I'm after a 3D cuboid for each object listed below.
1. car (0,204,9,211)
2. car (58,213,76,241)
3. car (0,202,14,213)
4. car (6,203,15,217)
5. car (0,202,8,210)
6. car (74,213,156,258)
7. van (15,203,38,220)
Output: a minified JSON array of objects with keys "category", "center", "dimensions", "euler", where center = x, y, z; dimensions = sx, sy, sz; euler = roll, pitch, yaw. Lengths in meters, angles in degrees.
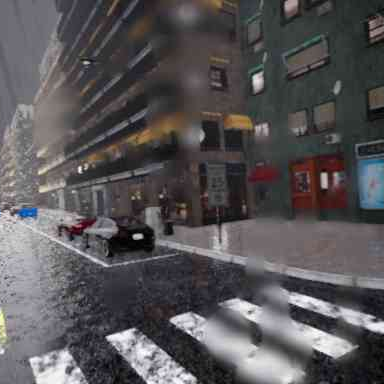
[{"category":"car","center":[-42.009,3.419,74.061],"dimensions":[1.752,1.417,4.829],"euler":[-2,0,-33]},{"category":"car","center":[-5.927,1.749,17.604],"dimensions":[1.802,1.307,4.206],"euler":[-2,0,-33]},{"category":"car","center":[-32.930,2.773,59.840],"dimensions":[2.192,1.841,5.009],"euler":[-2,0,-33]},{"category":"car","center":[-23.922,2.571,45.761],"dimensions":[1.887,1.381,4.507],"euler":[-2,0,-33]},{"category":"car","center":[-44.926,3.348,78.611],"dimensions":[2.192,1.841,5.009],"euler":[-2,0,-33]},{"category":"car","center":[-2.929,1.590,12.911],"dimensions":[1.947,1.339,4.313],"euler":[-2,0,-33]},{"category":"van","center":[-17.935,2.081,36.376],"dimensions":[1.690,1.788,3.998],"euler":[-2,0,-33]}]
